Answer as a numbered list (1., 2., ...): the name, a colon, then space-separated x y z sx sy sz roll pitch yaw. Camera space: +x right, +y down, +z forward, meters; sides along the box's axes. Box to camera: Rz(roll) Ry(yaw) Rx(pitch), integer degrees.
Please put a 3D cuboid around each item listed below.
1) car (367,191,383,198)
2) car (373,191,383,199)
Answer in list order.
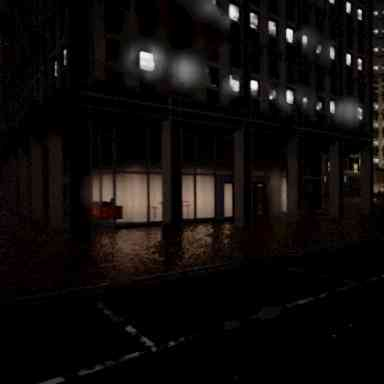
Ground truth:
1. car: 37.334 0.456 65.951 1.802 1.307 4.206 1 1 -36
2. car: 33.806 0.640 56.489 1.802 1.307 4.206 1 1 -36
